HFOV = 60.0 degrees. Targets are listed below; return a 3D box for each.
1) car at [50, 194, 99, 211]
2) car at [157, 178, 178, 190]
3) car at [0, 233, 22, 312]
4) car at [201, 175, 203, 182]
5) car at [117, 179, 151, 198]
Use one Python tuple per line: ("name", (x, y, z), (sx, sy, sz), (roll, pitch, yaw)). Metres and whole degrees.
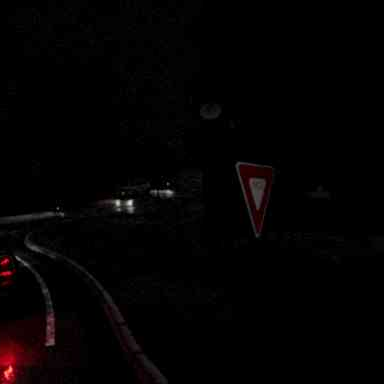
("car", (-11.013, 0.914, 31.401), (1.895, 1.301, 4.718), (0, 5, 24))
("car", (-3.793, -1.368, 51.385), (2.097, 1.767, 4.553), (0, 5, 15))
("car", (-5.106, 1.400, 7.253), (2.097, 1.767, 4.553), (0, 0, -33))
("car", (2.892, -2.895, 68.557), (1.882, 1.535, 5.008), (0, 5, 5))
("car", (-7.081, -0.471, 41.061), (2.150, 2.045, 5.566), (0, 5, 20))
